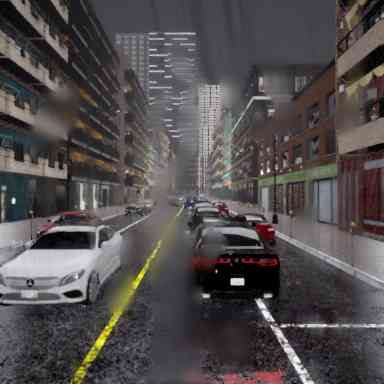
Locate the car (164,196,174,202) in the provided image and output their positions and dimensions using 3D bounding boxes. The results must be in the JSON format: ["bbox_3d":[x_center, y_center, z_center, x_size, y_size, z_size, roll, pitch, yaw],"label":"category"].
[{"bbox_3d":[-5.291,1.627,77.486,1.887,1.381,4.507,0,0,0],"label":"car"}]

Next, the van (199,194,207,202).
[{"bbox_3d":[2.591,1.423,77.494,1.690,1.788,3.998,0,0,0],"label":"van"}]

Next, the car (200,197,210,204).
[{"bbox_3d":[2.586,1.641,66.114,1.802,1.307,4.206,0,0,0],"label":"car"}]

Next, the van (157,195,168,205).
[{"bbox_3d":[-5.293,1.391,60.416,1.690,1.788,3.998,1,0,0],"label":"van"}]

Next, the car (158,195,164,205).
[{"bbox_3d":[-5.296,1.586,54.727,1.887,1.381,4.507,1,0,0],"label":"car"}]

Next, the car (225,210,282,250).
[{"bbox_3d":[2.575,1.587,14.907,1.802,1.307,4.206,1,0,0],"label":"car"}]

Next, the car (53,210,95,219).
[{"bbox_3d":[-5.304,1.550,14.897,1.887,1.381,4.507,1,0,0],"label":"car"}]

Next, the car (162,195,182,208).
[{"bbox_3d":[-2.838,1.581,49.230,2.033,1.411,5.357,0,0,0],"label":"car"}]

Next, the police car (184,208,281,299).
[{"bbox_3d":[0.827,1.427,8.629,1.930,1.638,5.238,0,0,0],"label":"police car"}]

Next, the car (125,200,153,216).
[{"bbox_3d":[-5.301,1.568,31.967,2.008,1.369,4.403,1,0,0],"label":"car"}]

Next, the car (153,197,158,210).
[{"bbox_3d":[-5.299,1.547,37.488,1.752,1.417,4.829,1,0,0],"label":"car"}]

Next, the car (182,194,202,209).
[{"bbox_3d":[0.024,1.382,46.106,2.097,1.767,4.553,0,0,0],"label":"car"}]

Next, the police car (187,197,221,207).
[{"bbox_3d":[0.831,1.436,24.630,1.930,1.638,5.238,0,0,0],"label":"police car"}]

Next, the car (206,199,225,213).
[{"bbox_3d":[2.581,1.567,37.667,1.887,1.381,4.507,1,0,0],"label":"car"}]

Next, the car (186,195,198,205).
[{"bbox_3d":[0.014,1.400,59.545,2.097,1.767,4.553,0,0,0],"label":"car"}]

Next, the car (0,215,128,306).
[{"bbox_3d":[-2.847,1.528,8.151,1.812,1.442,4.674,0,0,0],"label":"car"}]

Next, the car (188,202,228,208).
[{"bbox_3d":[0.829,1.512,18.521,1.837,1.490,4.892,0,0,0],"label":"car"}]

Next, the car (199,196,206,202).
[{"bbox_3d":[2.591,1.620,83.353,1.752,1.417,4.829,0,0,0],"label":"car"}]

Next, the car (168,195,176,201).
[{"bbox_3d":[-5.288,1.652,88.866,1.887,1.381,4.507,0,0,0],"label":"car"}]

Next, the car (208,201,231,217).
[{"bbox_3d":[2.579,1.599,31.977,1.802,1.307,4.206,1,0,0],"label":"car"}]
